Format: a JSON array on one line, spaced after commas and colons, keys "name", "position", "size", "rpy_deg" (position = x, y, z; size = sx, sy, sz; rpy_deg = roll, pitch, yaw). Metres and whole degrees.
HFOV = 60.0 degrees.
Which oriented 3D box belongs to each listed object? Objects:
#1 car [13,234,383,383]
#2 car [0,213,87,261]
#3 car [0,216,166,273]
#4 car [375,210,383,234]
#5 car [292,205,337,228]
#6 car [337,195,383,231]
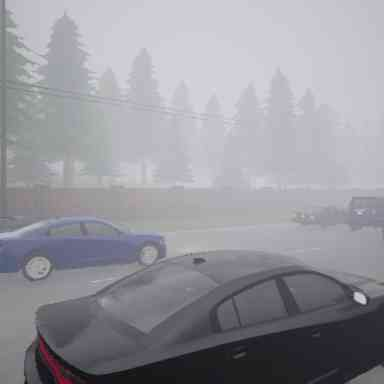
[{"name": "car", "position": [0.768, 1.476, 4.045], "size": [5.008, 1.535, 1.882], "rpy_deg": [0, 0, -33]}, {"name": "car", "position": [-6.190, 1.563, 12.046], "size": [4.181, 1.385, 1.994], "rpy_deg": [0, 0, -33]}, {"name": "car", "position": [-3.133, 1.476, 9.857], "size": [5.008, 1.535, 1.882], "rpy_deg": [1, 0, -33]}, {"name": "car", "position": [10.064, 1.556, 14.248], "size": [4.181, 1.385, 1.994], "rpy_deg": [0, 0, -33]}, {"name": "car", "position": [8.922, 1.538, 21.851], "size": [5.357, 1.411, 2.033], "rpy_deg": [0, 0, -33]}, {"name": "car", "position": [11.156, 1.214, 19.129], "size": [5.566, 2.045, 2.150], "rpy_deg": [0, 0, -33]}]
